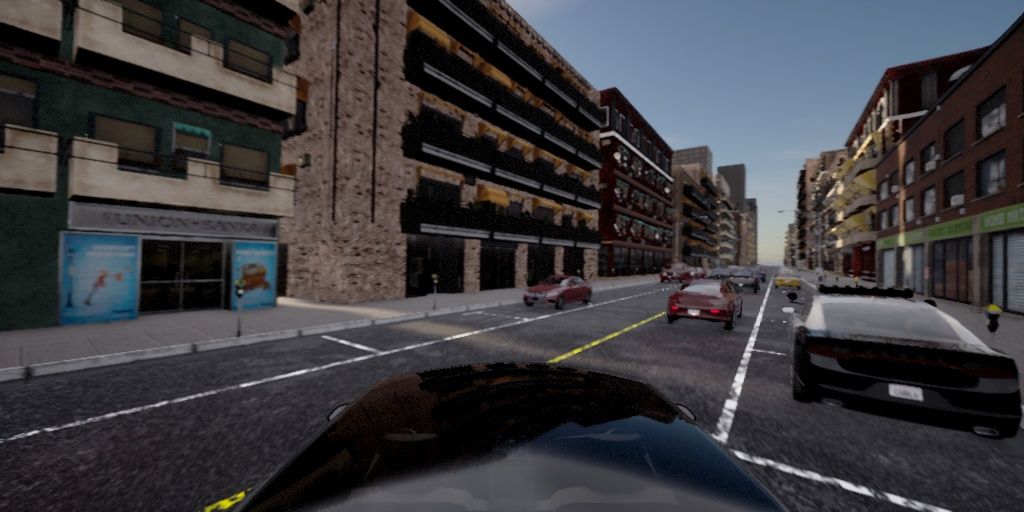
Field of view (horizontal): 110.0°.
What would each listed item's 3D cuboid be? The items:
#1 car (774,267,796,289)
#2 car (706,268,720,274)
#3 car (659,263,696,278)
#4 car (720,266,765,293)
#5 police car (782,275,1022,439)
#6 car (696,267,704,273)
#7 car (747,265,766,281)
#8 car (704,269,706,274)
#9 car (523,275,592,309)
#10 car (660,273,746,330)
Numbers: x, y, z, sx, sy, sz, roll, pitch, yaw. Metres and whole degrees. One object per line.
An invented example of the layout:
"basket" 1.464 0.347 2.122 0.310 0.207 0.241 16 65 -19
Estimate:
"car" 22.389 1.899 29.184 1.751 1.417 4.829 0 0 36
"car" 23.693 2.068 40.539 1.994 1.385 4.181 1 -1 37
"car" 15.551 1.624 34.031 2.192 1.841 5.009 0 0 36
"car" 16.581 1.740 25.670 2.128 1.511 4.902 1 -1 36
"police car" 5.790 1.311 5.956 1.930 1.638 5.238 1 -1 36
"car" 18.899 1.846 38.563 1.967 1.591 4.097 0 0 36
"car" 26.696 1.895 39.527 2.097 1.767 4.553 1 -1 36
"car" 22.249 2.049 43.096 1.888 1.381 4.507 0 0 36
"car" 2.156 1.502 15.900 1.802 1.307 4.207 0 0 36
"car" 6.580 1.483 12.129 1.812 1.442 4.674 1 -1 36
